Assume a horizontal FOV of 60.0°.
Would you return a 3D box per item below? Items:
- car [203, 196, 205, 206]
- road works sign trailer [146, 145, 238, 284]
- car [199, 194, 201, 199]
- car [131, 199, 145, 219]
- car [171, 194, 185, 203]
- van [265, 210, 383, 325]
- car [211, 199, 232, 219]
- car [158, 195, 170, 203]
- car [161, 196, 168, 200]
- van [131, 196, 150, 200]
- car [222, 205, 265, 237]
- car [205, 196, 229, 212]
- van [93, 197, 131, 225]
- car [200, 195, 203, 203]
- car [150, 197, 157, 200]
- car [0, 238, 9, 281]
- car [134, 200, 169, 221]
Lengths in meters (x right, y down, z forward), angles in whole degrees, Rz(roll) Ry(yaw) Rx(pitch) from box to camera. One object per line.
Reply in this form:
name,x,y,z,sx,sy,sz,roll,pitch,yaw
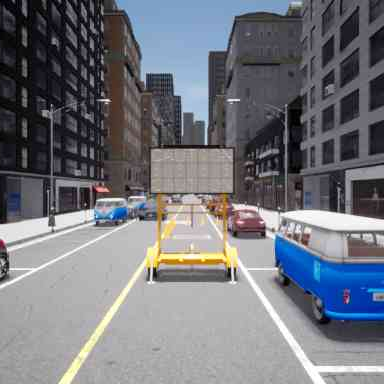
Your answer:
car,2.858,1.443,45.363,1.967,1.590,4.097,0,0,0
road works sign trailer,0.001,0.464,9.532,2.380,3.560,2.880,0,0,0
car,2.859,1.578,67.368,1.947,1.339,4.313,0,0,0
car,-5.668,1.550,28.859,2.008,1.369,4.403,0,0,0
car,-2.999,1.576,66.512,1.994,1.385,4.181,0,0,0
van,2.856,1.341,6.853,1.690,1.788,3.998,0,0,0
car,2.858,1.582,28.858,1.802,1.307,4.206,0,0,0
car,-5.667,1.452,67.369,1.967,1.590,4.097,0,0,0
car,-5.667,1.573,56.366,1.947,1.339,4.313,0,0,0
van,-5.668,1.341,34.360,1.690,1.788,3.998,0,0,0
car,2.857,1.581,17.856,1.802,1.307,4.206,0,0,0
car,2.857,1.315,34.360,2.192,1.841,5.009,0,0,0
van,-5.669,1.340,23.359,1.690,1.788,3.998,0,0,0
car,2.858,1.557,56.365,2.008,1.369,4.403,0,0,0
car,-5.667,1.567,39.862,1.947,1.339,4.313,0,0,0
car,-5.669,1.440,6.854,1.967,1.590,4.097,0,0,0
car,-3.098,1.563,26.828,1.994,1.385,4.181,0,0,0
